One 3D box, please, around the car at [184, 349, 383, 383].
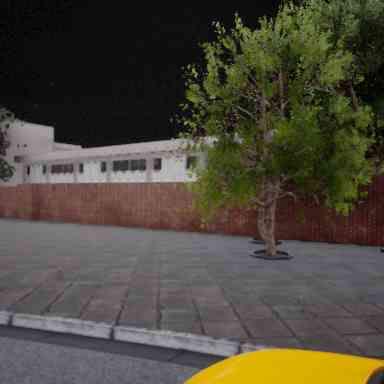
[{"bbox_3d":[2.037,1.478,1.222,5.008,1.535,1.882,0,0,25],"label":"car"}]
